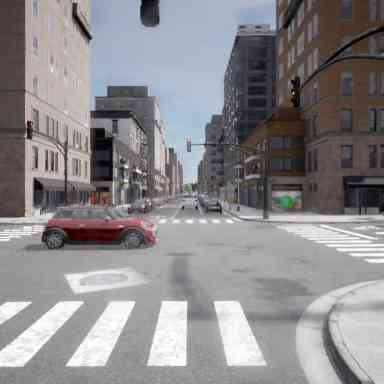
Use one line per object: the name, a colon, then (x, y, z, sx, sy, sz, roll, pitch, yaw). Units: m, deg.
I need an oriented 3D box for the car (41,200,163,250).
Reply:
car: (-3.694, 1.358, 13.857, 4.553, 1.767, 2.097, 0, 0, 0)

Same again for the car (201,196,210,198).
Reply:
car: (2.271, 1.641, 47.139, 1.802, 1.307, 4.206, 0, 0, 0)

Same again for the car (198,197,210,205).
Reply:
car: (2.263, 1.647, 63.671, 2.008, 1.369, 4.403, 0, 0, 0)

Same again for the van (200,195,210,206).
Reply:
van: (2.266, 1.424, 58.160, 1.690, 1.788, 3.998, 0, 0, 0)

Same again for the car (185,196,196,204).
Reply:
car: (-0.274, 1.657, 68.323, 2.033, 1.411, 5.357, 0, 0, 0)

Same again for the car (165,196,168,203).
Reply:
car: (-5.759, 1.634, 58.156, 2.008, 1.369, 4.403, 0, 0, 0)

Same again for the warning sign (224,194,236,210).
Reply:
warning sign: (4.579, 1.162, 40.085, 1.300, 1.860, 1.060, 0, 0, 0)

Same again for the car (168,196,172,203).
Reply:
car: (-5.764, 1.552, 69.178, 1.967, 1.590, 4.097, 0, 0, 0)

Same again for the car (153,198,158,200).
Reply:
car: (-5.751, 1.489, 41.624, 1.967, 1.590, 4.097, 0, 0, 0)

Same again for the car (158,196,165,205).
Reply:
car: (-5.756, 1.653, 52.645, 1.802, 1.307, 4.206, 0, 0, 0)

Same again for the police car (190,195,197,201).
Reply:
police car: (0.440, 1.599, 90.193, 1.930, 1.638, 5.238, 0, 0, 0)

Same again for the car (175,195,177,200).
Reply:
car: (-5.774, 1.721, 91.221, 1.887, 1.381, 4.507, 0, 0, 0)

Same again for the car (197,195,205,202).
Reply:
car: (2.253, 1.600, 85.714, 1.967, 1.590, 4.097, 0, 0, 0)

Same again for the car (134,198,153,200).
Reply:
car: (-5.749, 1.480, 36.113, 1.967, 1.590, 4.097, 0, 0, 0)

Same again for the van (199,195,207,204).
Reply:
van: (2.261, 1.453, 69.182, 1.690, 1.788, 3.998, 0, 0, 0)

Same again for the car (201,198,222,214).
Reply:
car: (2.276, 1.606, 36.116, 1.947, 1.339, 4.313, 0, 0, 0)

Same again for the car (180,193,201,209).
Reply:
car: (-0.277, 1.281, 47.186, 2.150, 2.045, 5.566, 0, 0, 0)

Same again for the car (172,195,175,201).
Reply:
car: (-5.769, 1.694, 80.199, 2.008, 1.369, 4.403, 0, 0, 0)
